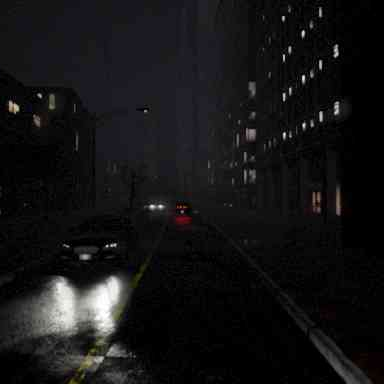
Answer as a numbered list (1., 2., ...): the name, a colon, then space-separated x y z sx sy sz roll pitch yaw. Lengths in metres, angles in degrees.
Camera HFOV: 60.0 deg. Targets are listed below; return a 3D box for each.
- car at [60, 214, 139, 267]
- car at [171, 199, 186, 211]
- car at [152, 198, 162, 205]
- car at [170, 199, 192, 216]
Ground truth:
1. car: -3.013 1.541 11.658 2.128 1.511 4.902 0 0 -1
2. car: -1.882 1.696 44.332 1.812 1.442 4.674 0 0 -5
3. car: -6.632 1.824 62.209 1.895 1.301 4.718 0 0 -7
4. car: -1.075 1.640 33.995 1.837 1.490 4.892 0 0 -4
